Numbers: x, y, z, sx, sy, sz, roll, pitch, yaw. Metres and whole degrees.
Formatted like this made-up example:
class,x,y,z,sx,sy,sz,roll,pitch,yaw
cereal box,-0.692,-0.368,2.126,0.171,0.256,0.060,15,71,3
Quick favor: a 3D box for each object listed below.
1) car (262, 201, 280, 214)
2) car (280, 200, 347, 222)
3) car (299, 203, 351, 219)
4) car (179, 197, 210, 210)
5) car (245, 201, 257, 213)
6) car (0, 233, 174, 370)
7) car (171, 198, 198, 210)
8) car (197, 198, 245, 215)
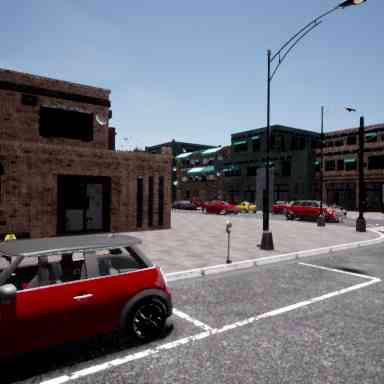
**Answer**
class,x,y,z,sx,sy,sz,roll,pitch,yaw
car,9.803,1.739,37.239,1.967,1.590,4.097,0,-1,-35
car,9.901,1.479,27.005,2.097,1.767,4.553,1,-1,-35
car,12.967,1.811,32.681,1.947,1.339,4.313,0,-1,-35
car,0.307,1.772,50.911,2.192,1.841,5.009,0,-1,-35
car,6.540,1.878,41.934,1.752,1.417,4.829,0,-1,-35
car,-2.383,1.440,4.844,4.097,1.590,1.967,0,1,-36
car,-1.651,1.961,49.205,2.033,1.411,5.357,1,-1,-35
car,3.102,1.717,36.745,1.882,1.535,5.008,1,-1,-35
